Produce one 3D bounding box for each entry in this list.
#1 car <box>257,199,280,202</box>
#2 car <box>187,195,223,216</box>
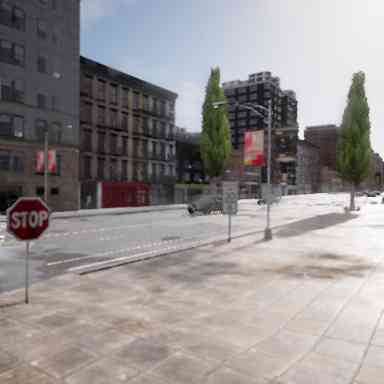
[{"bbox_3d":[11.397,1.248,49.180,2.033,1.411,5.357,1,1,35],"label":"car"},{"bbox_3d":[1.768,1.343,35.657,2.150,2.045,5.566,1,1,35],"label":"car"}]
